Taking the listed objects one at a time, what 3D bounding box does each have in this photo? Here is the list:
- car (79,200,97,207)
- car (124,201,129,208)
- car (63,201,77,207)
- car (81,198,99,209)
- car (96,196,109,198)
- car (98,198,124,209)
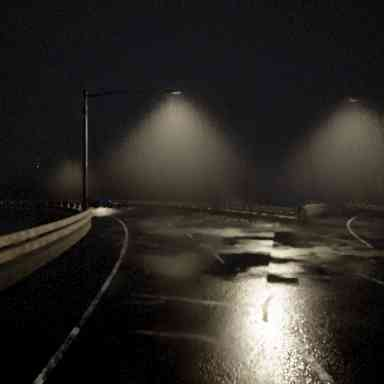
[{"bbox_3d":[-21.436,2.408,68.574,1.994,1.385,4.181,0,-1,-40],"label":"car"},{"bbox_3d":[-13.910,2.345,64.443,1.994,1.385,4.181,0,-1,-37],"label":"car"},{"bbox_3d":[-25.016,2.407,67.415,1.994,1.385,4.181,0,-1,-42],"label":"car"},{"bbox_3d":[-17.861,2.221,57.790,1.837,1.490,4.892,0,-2,-33],"label":"car"},{"bbox_3d":[-19.847,1.946,72.151,2.150,2.045,5.566,0,-1,-42],"label":"car"},{"bbox_3d":[-14.307,2.210,58.747,2.128,1.511,4.902,0,-1,-33],"label":"car"}]
